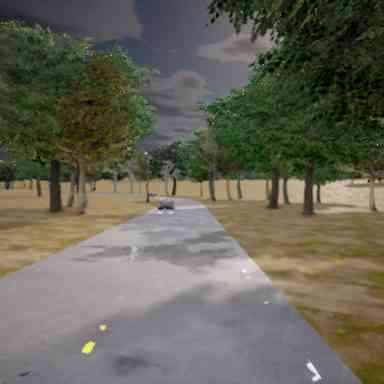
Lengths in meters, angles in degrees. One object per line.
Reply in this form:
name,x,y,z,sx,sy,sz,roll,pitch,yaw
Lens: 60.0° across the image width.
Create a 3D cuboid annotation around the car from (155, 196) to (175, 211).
car,-3.076,1.548,40.784,2.033,1.411,5.357,0,0,0
